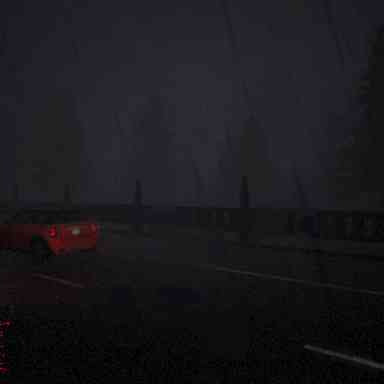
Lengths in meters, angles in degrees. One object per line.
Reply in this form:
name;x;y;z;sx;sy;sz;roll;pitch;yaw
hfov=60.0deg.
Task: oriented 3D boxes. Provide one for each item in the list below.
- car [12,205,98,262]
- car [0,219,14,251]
car;-5.578;1.341;12.269;4.553;1.767;2.097;0;0;36
car;-7.056;1.495;9.025;4.892;1.490;1.837;0;0;36
